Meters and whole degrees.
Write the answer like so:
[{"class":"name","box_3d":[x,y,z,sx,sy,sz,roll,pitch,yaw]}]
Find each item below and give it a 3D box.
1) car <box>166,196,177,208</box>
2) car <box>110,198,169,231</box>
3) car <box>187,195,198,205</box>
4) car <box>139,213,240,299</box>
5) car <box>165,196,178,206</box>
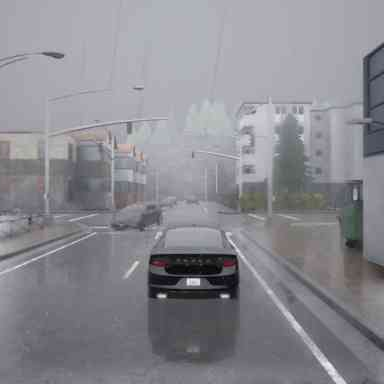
[{"class":"car","box_3d":[-3.579,1.547,47.416,2.033,1.411,5.357,0,0,0]},{"class":"car","box_3d":[-3.271,1.461,20.334,1.837,1.490,4.892,-2,2,14]},{"class":"car","box_3d":[0.104,1.353,60.301,2.097,1.767,4.553,0,0,0]},{"class":"car","box_3d":[0.050,1.478,8.498,1.882,1.535,5.008,0,0,1]},{"class":"car","box_3d":[-3.565,1.477,57.730,1.882,1.535,5.008,0,0,1]}]
